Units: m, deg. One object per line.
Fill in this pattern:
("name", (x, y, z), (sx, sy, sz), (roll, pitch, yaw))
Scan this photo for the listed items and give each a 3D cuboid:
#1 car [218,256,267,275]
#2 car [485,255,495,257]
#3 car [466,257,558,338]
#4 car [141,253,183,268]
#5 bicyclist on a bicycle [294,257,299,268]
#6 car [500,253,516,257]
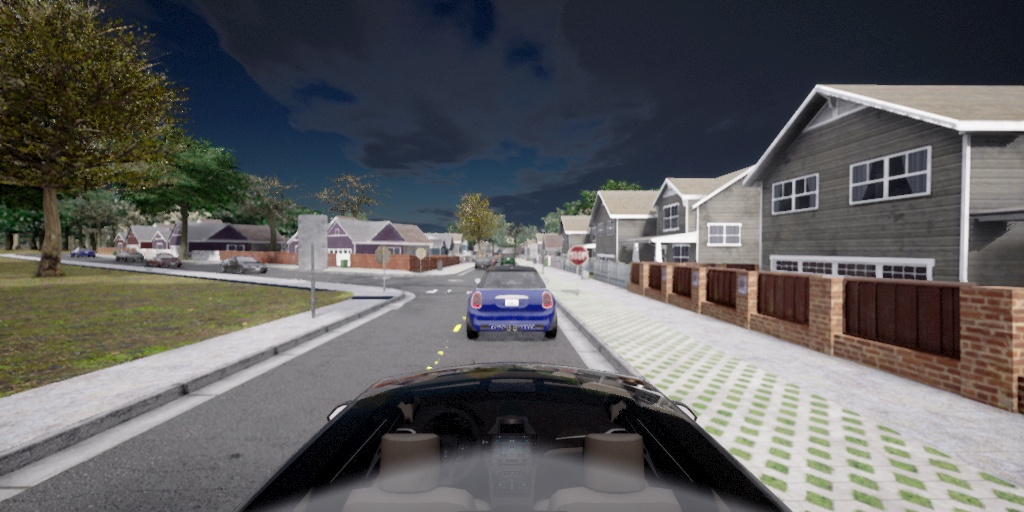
("car", (-22.240, 0.745, 29.612), (4.674, 1.442, 1.812), (1, 2, 29))
("car", (-3.379, 0.903, 42.750), (1.882, 1.535, 5.008), (0, 0, -1))
("car", (-0.016, 1.031, 10.047), (2.097, 1.767, 4.553), (0, 1, 0))
("car", (-36.304, 0.465, 37.364), (4.674, 1.442, 1.812), (2, 2, 29))
("bicyclist on a bicycle", (-20.789, 0.394, 35.504), (0.582, 1.620, 1.656), (1, 2, 29))
("car", (-0.603, 0.571, 54.976), (2.150, 2.045, 5.566), (0, 0, -1))
